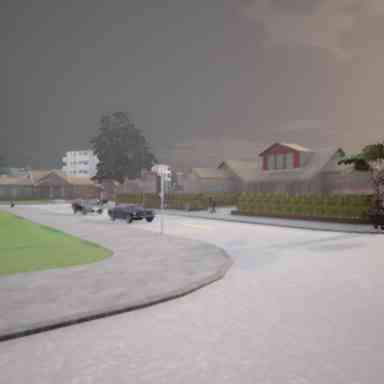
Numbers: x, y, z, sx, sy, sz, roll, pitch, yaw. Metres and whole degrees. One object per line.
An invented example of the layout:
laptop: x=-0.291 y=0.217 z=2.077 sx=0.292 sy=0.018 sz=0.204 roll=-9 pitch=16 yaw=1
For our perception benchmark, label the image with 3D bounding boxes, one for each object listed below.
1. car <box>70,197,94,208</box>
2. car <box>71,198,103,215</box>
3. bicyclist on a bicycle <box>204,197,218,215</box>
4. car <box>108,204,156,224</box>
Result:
car: x=-15.862 y=1.506 z=47.871 sx=1.994 sy=1.385 sz=4.181 roll=0 pitch=0 yaw=-36
car: x=-10.339 y=1.451 z=32.979 sx=2.128 sy=1.511 sz=4.902 roll=0 pitch=0 yaw=-35
bicyclist on a bicycle: x=1.781 y=1.276 z=30.391 sx=1.656 sy=1.620 sz=0.582 roll=-1 pitch=0 yaw=-35
car: x=-4.565 y=1.560 z=24.832 sx=1.895 sy=1.301 sz=4.718 roll=0 pitch=0 yaw=-35
